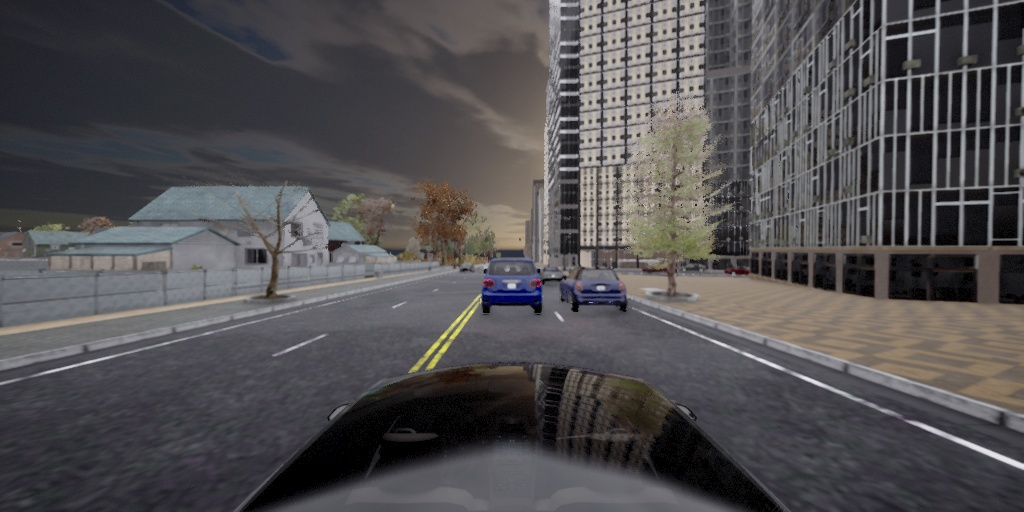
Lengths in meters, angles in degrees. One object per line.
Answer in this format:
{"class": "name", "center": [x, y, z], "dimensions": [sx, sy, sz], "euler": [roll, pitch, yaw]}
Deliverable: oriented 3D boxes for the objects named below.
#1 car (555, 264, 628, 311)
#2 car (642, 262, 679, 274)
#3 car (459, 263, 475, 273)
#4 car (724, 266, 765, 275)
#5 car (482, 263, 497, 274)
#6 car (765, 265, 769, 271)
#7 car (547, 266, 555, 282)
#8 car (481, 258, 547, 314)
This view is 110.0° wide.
{"class": "car", "center": [3.271, 1.218, 15.256], "dimensions": [2.097, 1.767, 4.553], "euler": [0, -1, 0]}
{"class": "car", "center": [23.016, 1.902, 56.368], "dimensions": [5.009, 1.841, 2.192], "euler": [0, 0, 20]}
{"class": "car", "center": [-6.515, 1.725, 52.383], "dimensions": [1.837, 1.490, 4.892], "euler": [0, -1, 0]}
{"class": "car", "center": [33.662, 2.185, 52.468], "dimensions": [4.507, 1.381, 1.888], "euler": [0, 0, 20]}
{"class": "car", "center": [-3.269, 1.738, 51.982], "dimensions": [1.812, 1.442, 4.674], "euler": [0, -1, 0]}
{"class": "car", "center": [38.985, 1.981, 50.518], "dimensions": [5.009, 1.841, 2.192], "euler": [0, 0, 20]}
{"class": "car", "center": [3.278, 1.569, 30.400], "dimensions": [1.994, 1.385, 4.181], "euler": [0, 0, 0]}
{"class": "car", "center": [0.013, 1.085, 14.455], "dimensions": [2.150, 2.045, 5.566], "euler": [0, 0, 0]}
